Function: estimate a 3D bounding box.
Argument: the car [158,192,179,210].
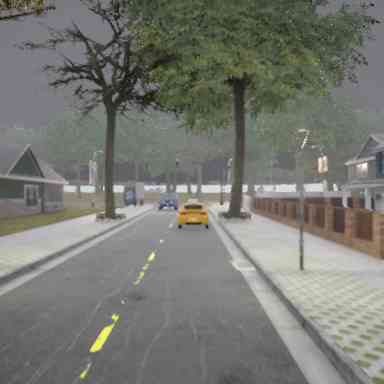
[{"bbox_3d":[-2.761,1.067,40.087,2.150,2.045,5.566,0,0,0],"label":"car"}]

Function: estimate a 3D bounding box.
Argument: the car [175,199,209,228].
[{"bbox_3d":[0.090,1.428,21.670,1.882,1.535,5.008,0,0,0],"label":"car"}]
